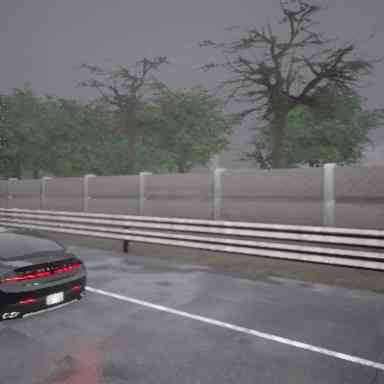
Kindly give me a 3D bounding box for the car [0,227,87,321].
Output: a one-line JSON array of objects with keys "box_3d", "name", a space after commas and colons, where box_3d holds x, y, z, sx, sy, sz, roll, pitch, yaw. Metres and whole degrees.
[{"box_3d": [-4.222, 1.504, 6.880, 4.892, 1.490, 1.837, 0, 0, 35], "name": "car"}]
